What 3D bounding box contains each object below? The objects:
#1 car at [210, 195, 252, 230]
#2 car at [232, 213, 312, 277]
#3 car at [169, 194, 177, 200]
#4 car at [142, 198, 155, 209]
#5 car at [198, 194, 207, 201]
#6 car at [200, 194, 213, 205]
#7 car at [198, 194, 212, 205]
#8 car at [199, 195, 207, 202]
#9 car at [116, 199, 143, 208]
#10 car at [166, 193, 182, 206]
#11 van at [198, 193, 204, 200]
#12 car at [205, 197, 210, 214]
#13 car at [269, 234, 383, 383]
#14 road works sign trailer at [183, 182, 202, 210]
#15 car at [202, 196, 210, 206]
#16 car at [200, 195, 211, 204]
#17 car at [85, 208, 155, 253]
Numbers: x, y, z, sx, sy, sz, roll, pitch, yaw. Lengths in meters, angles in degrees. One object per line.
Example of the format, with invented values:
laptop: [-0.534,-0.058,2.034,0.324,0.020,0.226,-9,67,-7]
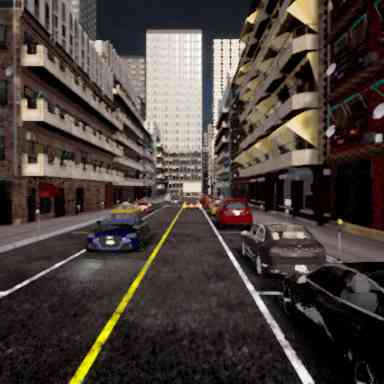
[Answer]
car: [2.553,1.314,21.118,2.192,1.841,5.009,-1,0,0]
car: [2.556,1.551,10.020,2.008,1.369,4.403,-1,0,0]
car: [-5.323,1.424,93.236,1.967,1.590,4.097,-1,0,0]
car: [-5.325,1.438,37.745,1.967,1.590,4.097,-1,0,0]
car: [2.557,1.428,82.157,1.967,1.590,4.097,-1,0,0]
car: [2.555,1.309,59.961,2.192,1.841,5.009,-1,0,0]
car: [2.554,1.310,54.412,2.192,1.841,5.009,-1,0,0]
car: [2.558,1.515,76.778,1.752,1.417,4.829,-1,0,0]
car: [-5.324,1.524,26.477,1.752,1.417,4.829,-1,0,0]
car: [-2.800,1.346,56.448,2.097,1.767,4.553,0,0,1]
van: [2.556,1.325,93.255,1.690,1.788,3.998,-1,0,0]
car: [2.556,1.524,32.386,1.752,1.417,4.829,-1,0,0]
car: [2.556,1.566,4.471,1.947,1.339,4.313,-1,0,0]
road works sign trailer: [0.031,0.461,42.564,2.380,3.560,2.880,0,0,-1]
car: [2.557,1.579,43.314,1.802,1.307,4.206,-1,0,0]
car: [2.556,1.432,65.510,1.967,1.590,4.097,-1,0,0]
car: [-2.851,1.563,13.555,1.994,1.385,4.181,0,0,0]
